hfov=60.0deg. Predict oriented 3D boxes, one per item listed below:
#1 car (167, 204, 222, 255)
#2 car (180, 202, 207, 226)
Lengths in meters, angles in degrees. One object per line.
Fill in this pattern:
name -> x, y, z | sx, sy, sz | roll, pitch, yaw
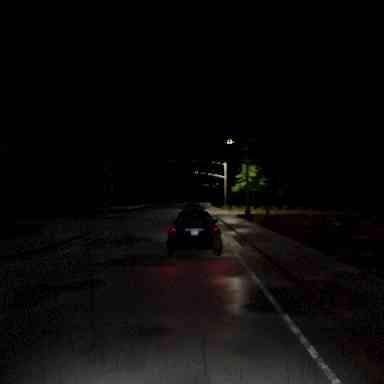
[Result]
car -> 0.097, 1.577, 14.521 | 2.097, 1.767, 4.553 | 0, -1, 0
car -> 0.098, 1.782, 28.424 | 2.097, 1.767, 4.553 | 0, -1, 0
